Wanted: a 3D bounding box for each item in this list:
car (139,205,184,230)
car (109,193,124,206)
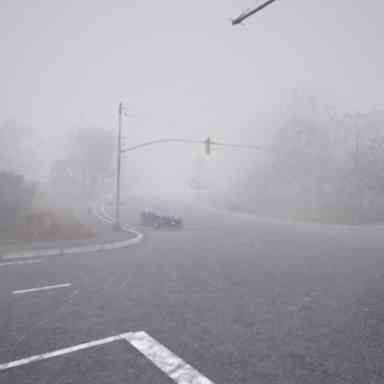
[{"bbox_3d":[-2.241,1.731,23.481,1.882,1.535,5.008,2,0,-26],"label":"car"},{"bbox_3d":[-10.945,1.022,47.984,2.097,1.767,4.553,2,2,-14],"label":"car"}]
